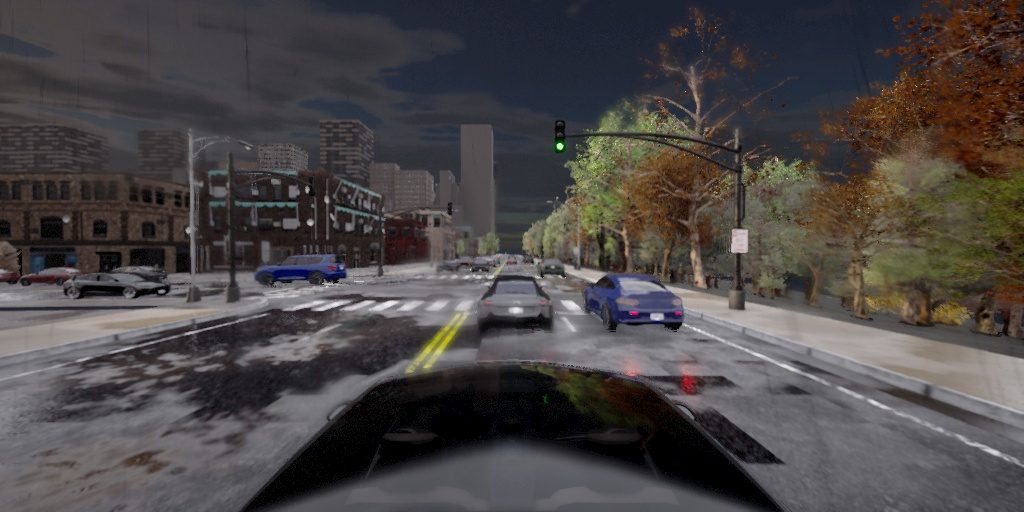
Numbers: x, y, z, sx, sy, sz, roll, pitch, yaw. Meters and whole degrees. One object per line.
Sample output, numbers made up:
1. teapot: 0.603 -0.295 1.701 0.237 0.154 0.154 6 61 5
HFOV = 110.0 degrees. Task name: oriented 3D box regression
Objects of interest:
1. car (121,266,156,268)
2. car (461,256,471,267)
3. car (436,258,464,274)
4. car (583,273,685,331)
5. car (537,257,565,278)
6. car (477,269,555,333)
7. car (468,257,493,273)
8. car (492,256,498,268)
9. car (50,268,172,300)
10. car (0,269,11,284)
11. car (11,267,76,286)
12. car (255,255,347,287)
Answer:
1. car: -28.285 1.406 26.725 4.403 1.370 2.007 0 0 0
2. car: -6.590 0.783 51.253 2.097 1.767 4.553 0 0 0
3. car: -6.615 1.121 37.533 1.895 1.301 4.718 0 0 1
4. car: 3.351 1.220 10.582 1.812 1.442 4.674 0 0 0
5. car: 3.343 0.911 31.537 2.097 1.767 4.553 0 0 0
6. car: 0.099 1.258 10.579 1.994 1.385 4.181 0 0 0
7. car: -3.380 1.059 38.915 2.033 1.411 5.357 0 0 -4
8. car: -3.339 0.953 51.691 1.812 1.442 4.674 0 1 0
9. car: -19.950 1.463 18.215 4.313 1.339 1.948 0 0 0
10. car: -39.355 1.563 26.737 4.207 1.307 1.802 0 0 0
11. car: -33.821 1.501 26.731 4.207 1.307 1.802 0 0 0
12. car: -14.101 0.950 24.132 5.566 2.045 2.150 -1 1 1
